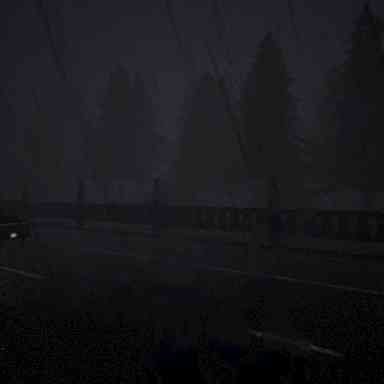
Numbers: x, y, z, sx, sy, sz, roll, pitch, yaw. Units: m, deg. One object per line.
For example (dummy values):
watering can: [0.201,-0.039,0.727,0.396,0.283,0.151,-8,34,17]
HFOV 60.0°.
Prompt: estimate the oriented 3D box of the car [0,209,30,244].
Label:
car: [-8.992,1.483,14.429,4.902,1.511,2.128,0,0,35]
